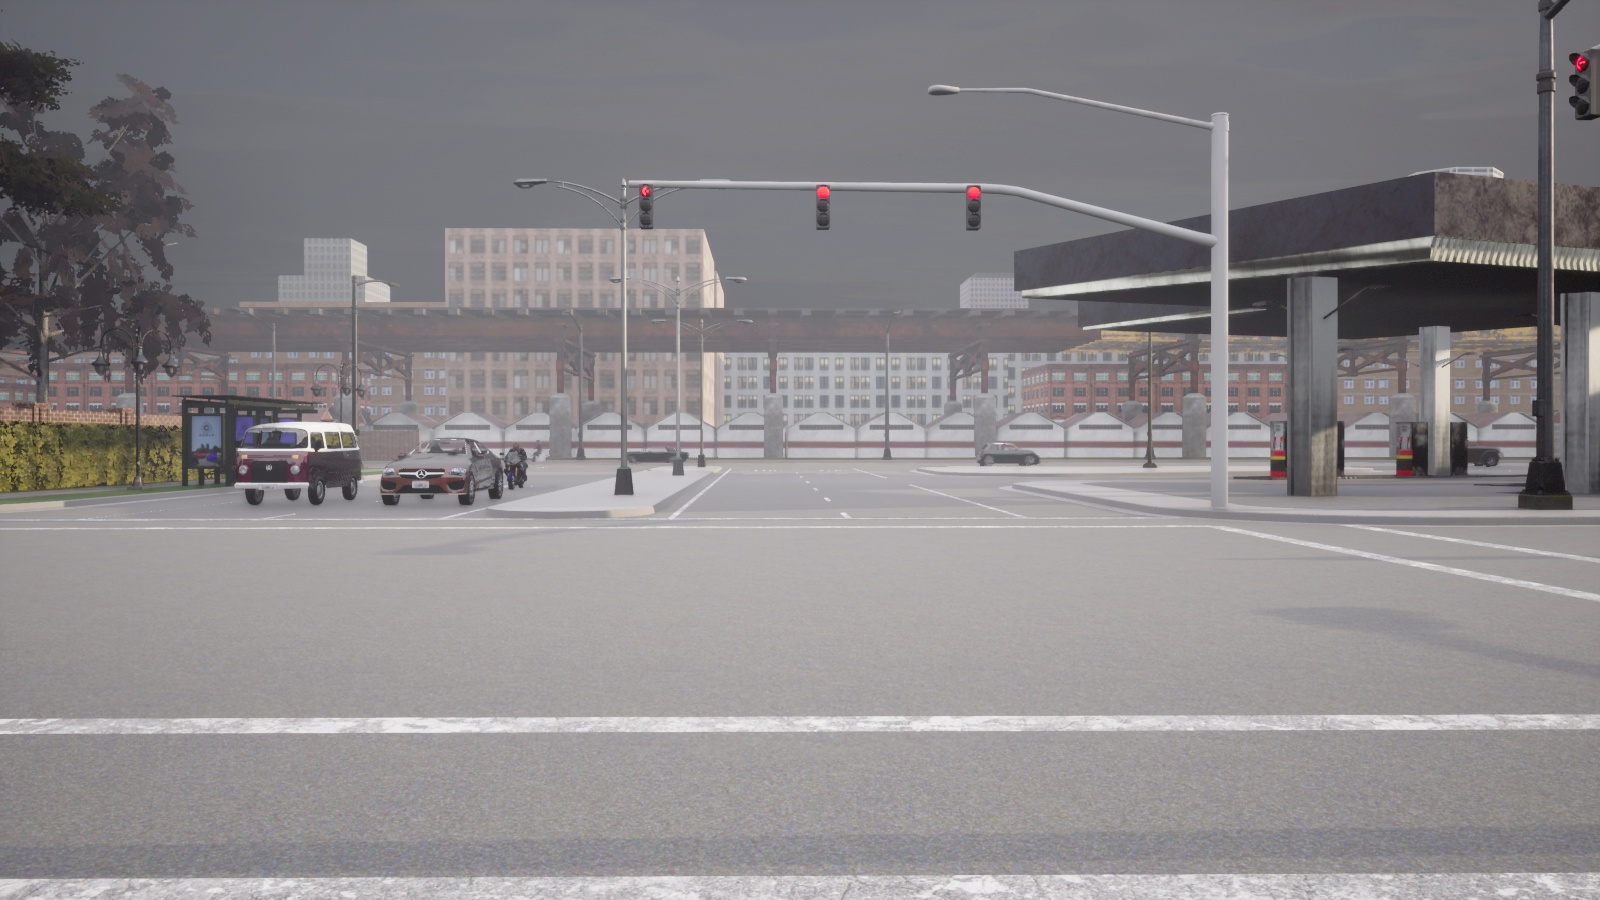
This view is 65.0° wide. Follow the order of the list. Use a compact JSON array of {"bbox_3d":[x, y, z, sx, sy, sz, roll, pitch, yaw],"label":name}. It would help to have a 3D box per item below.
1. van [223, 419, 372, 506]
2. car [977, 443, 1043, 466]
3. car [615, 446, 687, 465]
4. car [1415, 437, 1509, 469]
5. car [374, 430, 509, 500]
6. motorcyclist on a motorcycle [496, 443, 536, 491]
[{"bbox_3d":[-12.501,0.282,31.579,2.069,2.038,4.480,0,0,-2],"label":"van"},{"bbox_3d":[13.198,0.276,79.079,3.806,1.475,1.970,0,0,-2],"label":"car"},{"bbox_3d":[-10.128,0.356,85.473,4.718,1.301,1.895,0,0,-2],"label":"car"},{"bbox_3d":[39.794,0.169,75.599,4.605,1.855,1.932,0,0,8],"label":"car"},{"bbox_3d":[-9.015,0.337,32.078,2.152,1.651,5.027,0,0,-2],"label":"car"},{"bbox_3d":[-9.259,0.543,41.008,0.866,1.530,2.191,0,0,-2],"label":"motorcyclist on a motorcycle"}]
